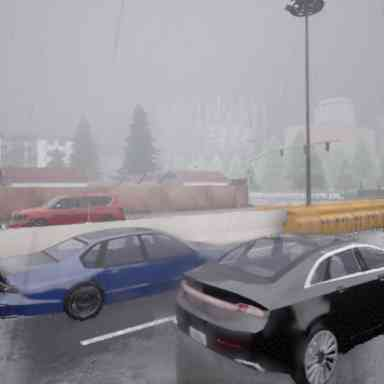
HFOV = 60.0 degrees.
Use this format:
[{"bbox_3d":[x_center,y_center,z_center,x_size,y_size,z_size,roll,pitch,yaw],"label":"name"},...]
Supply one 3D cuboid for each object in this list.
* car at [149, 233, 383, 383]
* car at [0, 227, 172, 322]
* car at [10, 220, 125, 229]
[{"bbox_3d":[2.050,1.400,5.203,4.902,1.511,2.128,-1,1,-35],"label":"car"},{"bbox_3d":[-1.247,1.487,7.146,5.357,1.411,2.033,-1,1,-35],"label":"car"},{"bbox_3d":[-6.155,1.127,16.788,5.566,2.045,2.150,-1,1,-35],"label":"car"}]
